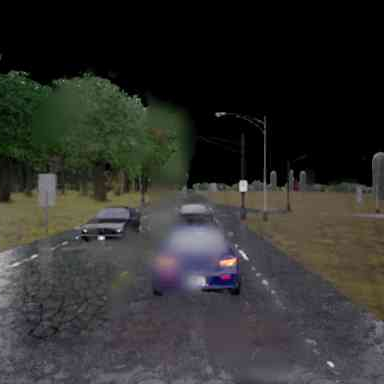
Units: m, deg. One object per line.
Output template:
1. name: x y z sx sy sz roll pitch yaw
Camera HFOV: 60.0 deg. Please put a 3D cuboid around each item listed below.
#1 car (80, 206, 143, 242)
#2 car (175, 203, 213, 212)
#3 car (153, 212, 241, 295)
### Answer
1. car: -3.531 1.394 15.689 2.033 1.411 5.357 0 1 1
2. car: 0.098 1.300 17.643 1.882 1.535 5.008 0 1 0
3. car: 0.103 1.453 8.365 1.812 1.442 4.674 0 0 0
